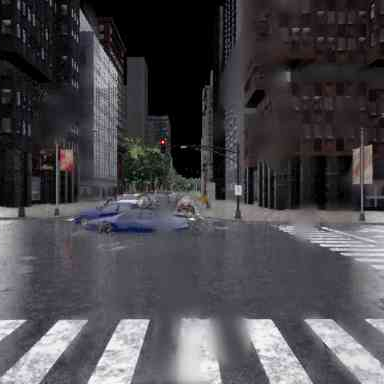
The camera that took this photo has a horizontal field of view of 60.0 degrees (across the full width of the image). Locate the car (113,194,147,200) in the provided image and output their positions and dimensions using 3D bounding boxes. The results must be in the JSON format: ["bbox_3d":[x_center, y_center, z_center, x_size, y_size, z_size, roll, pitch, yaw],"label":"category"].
[{"bbox_3d":[-6.545,1.223,35.566,2.150,2.045,5.566,0,0,-1],"label":"car"}]

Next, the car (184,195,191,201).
[{"bbox_3d":[-1.171,1.574,87.827,1.967,1.590,4.097,0,0,-1],"label":"car"}]

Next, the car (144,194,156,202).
[{"bbox_3d":[-9.595,1.417,76.909,2.192,1.841,5.009,0,0,-1],"label":"car"}]

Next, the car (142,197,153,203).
[{"bbox_3d":[-9.544,1.669,71.482,1.802,1.307,4.206,0,0,-1],"label":"car"}]

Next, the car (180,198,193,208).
[{"bbox_3d":[-0.817,1.614,49.853,1.802,1.307,4.206,0,0,-1],"label":"car"}]

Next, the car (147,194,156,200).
[{"bbox_3d":[-6.634,1.375,45.591,2.097,1.767,4.553,0,0,0],"label":"car"}]

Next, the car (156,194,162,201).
[{"bbox_3d":[-6.717,1.399,55.792,2.097,1.767,4.553,0,0,0],"label":"car"}]

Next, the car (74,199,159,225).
[{"bbox_3d":[-4.763,1.431,20.835,5.008,1.535,1.882,1,0,0],"label":"car"}]

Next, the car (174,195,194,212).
[{"bbox_3d":[-0.717,1.448,39.004,1.967,1.590,4.097,0,0,-1],"label":"car"}]

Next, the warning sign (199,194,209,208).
[{"bbox_3d":[1.560,1.132,42.696,1.300,1.860,1.060,0,0,-1],"label":"warning sign"}]

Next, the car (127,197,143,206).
[{"bbox_3d":[-9.391,1.570,55.035,1.752,1.417,4.829,0,0,-1],"label":"car"}]

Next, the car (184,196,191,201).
[{"bbox_3d":[-1.222,1.696,93.252,1.887,1.381,4.507,0,0,-1],"label":"car"}]

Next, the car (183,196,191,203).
[{"bbox_3d":[-1.020,1.613,71.723,1.752,1.417,4.829,0,0,-1],"label":"car"}]

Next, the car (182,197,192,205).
[{"bbox_3d":[-0.918,1.603,60.703,1.887,1.381,4.507,0,0,-1],"label":"car"}]

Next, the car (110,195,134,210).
[{"bbox_3d":[-9.292,1.335,44.354,2.192,1.841,5.009,0,0,-1],"label":"car"}]

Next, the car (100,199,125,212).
[{"bbox_3d":[-9.241,1.574,38.928,1.947,1.339,4.313,0,0,-1],"label":"car"}]

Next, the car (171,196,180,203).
[{"bbox_3d":[-3.815,1.694,75.834,1.895,1.301,4.718,0,0,-1],"label":"car"}]

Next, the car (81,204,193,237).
[{"bbox_3d":[-2.750,1.533,17.603,5.357,1.411,2.033,1,0,-1],"label":"car"}]

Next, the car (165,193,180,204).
[{"bbox_3d":[-3.624,1.563,65.550,2.128,1.511,4.902,0,0,0],"label":"car"}]
